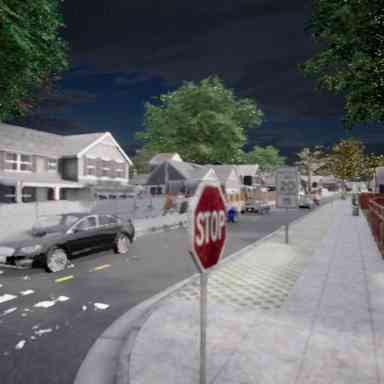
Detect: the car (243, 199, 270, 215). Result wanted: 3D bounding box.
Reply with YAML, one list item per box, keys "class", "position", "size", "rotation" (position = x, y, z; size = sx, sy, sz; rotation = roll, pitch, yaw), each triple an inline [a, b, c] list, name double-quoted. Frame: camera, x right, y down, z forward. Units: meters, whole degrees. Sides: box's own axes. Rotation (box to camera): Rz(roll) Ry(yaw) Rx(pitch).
- class: "car"
  position: [5.901, 1.362, 30.782]
  size: [1.994, 1.385, 4.181]
  rotation: [0, 1, 26]

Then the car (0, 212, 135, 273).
- class: "car"
  position: [-3.775, 1.416, 10.634]
  size: [2.128, 1.511, 4.902]
  rotation: [0, 0, 26]

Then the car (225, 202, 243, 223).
- class: "car"
  position: [1.474, 1.336, 21.570]
  size: [1.882, 1.535, 5.008]
  rotation: [0, 0, 26]

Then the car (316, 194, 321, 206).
- class: "car"
  position: [17.425, 1.038, 48.228]
  size: [2.097, 1.767, 4.553]
  rotation: [0, 0, 26]

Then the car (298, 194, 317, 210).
- class: "car"
  position: [13.194, 1.308, 39.295]
  size: [1.994, 1.385, 4.181]
  rotation: [0, 0, 26]
